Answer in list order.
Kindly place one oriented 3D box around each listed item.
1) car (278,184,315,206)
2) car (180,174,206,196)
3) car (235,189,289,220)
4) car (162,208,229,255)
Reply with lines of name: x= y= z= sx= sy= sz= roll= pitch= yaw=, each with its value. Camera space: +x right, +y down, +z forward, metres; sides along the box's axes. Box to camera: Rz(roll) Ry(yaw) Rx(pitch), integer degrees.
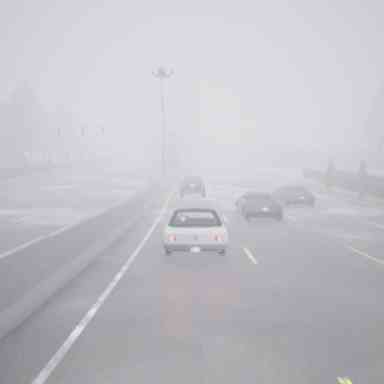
car: x=7.071 y=0.115 z=23.429 sx=1.994 sy=1.385 sz=4.181 roll=0 pitch=6 yaw=0
car: x=0.044 y=-0.741 z=28.647 sx=2.097 sy=1.767 sz=4.553 roll=0 pitch=8 yaw=0
car: x=3.591 y=0.630 z=18.318 sx=1.994 sy=1.385 sz=4.181 roll=0 pitch=5 yaw=0
car: x=0.101 y=1.181 z=11.425 sx=1.895 sy=1.301 sz=4.718 roll=0 pitch=3 yaw=0
